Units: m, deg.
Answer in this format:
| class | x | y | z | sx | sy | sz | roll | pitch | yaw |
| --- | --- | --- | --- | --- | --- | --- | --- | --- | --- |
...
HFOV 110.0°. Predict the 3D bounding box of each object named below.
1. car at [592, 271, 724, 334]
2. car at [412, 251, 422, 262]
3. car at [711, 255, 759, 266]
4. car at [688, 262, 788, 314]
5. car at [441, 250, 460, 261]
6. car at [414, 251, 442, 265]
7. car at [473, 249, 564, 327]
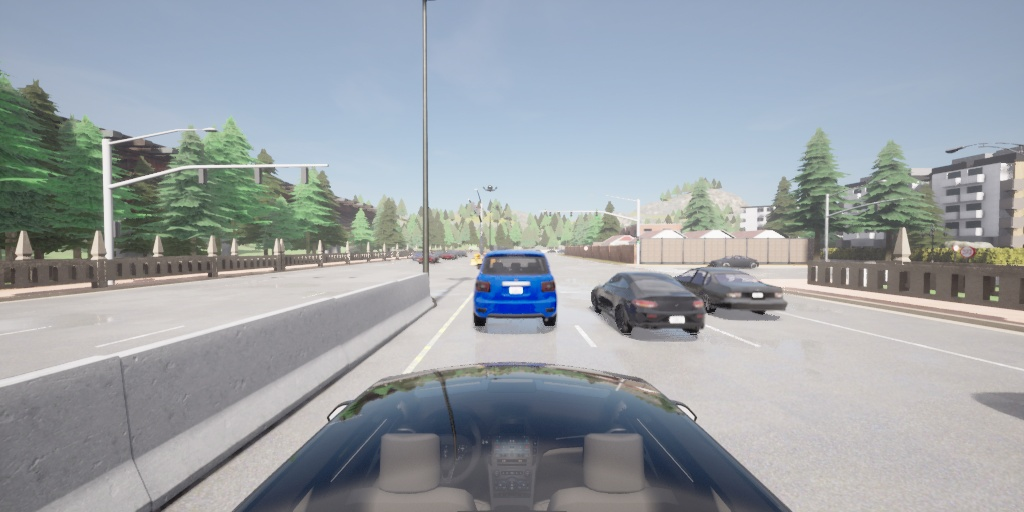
| class | x | y | z | sx | sy | sz | roll | pitch | yaw |
| --- | --- | --- | --- | --- | --- | --- | --- | --- | --- |
| car | 3.552 | 1.145 | 9.996 | 1.812 | 1.442 | 4.674 | 0 | 1 | 0 |
| car | -14.114 | -0.054 | 56.008 | 2.097 | 1.767 | 4.553 | 0 | 1 | 1 |
| car | 22.004 | 0.618 | 35.589 | 4.181 | 1.385 | 1.994 | 0 | 1 | 2 |
| car | 7.138 | 1.112 | 12.787 | 2.033 | 1.411 | 5.357 | 0 | 1 | 2 |
| car | -10.722 | 0.077 | 61.304 | 1.895 | 1.301 | 4.718 | 0 | 1 | 0 |
| car | -10.706 | 0.418 | 46.115 | 1.895 | 1.301 | 4.718 | 0 | 1 | 0 |
| car | 0.062 | 0.820 | 11.034 | 2.150 | 2.045 | 5.566 | 0 | 2 | -1 |
